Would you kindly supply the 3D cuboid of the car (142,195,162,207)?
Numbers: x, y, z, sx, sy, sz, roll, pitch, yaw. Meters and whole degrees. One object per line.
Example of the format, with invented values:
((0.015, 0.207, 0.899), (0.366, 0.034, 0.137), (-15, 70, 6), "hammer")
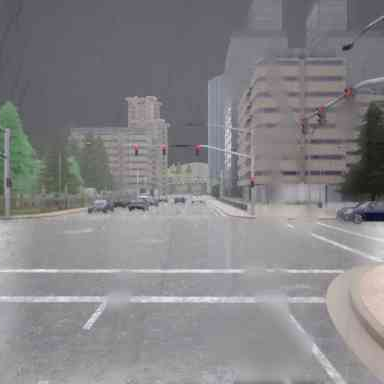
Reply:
((-6.225, 1.564, 50.779), (1.994, 1.385, 4.181), (0, 0, 1), "car")

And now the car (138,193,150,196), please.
((-9.493, 1.225, 67.024), (2.150, 2.045, 5.566), (0, 0, 1), "car")

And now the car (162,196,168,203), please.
((-5.970, 1.477, 68.478), (1.882, 1.535, 5.008), (0, 0, 1), "car")

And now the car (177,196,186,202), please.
((-2.382, 1.593, 76.688), (1.895, 1.301, 4.718), (0, 0, 1), "car")

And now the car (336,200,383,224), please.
((12.943, 1.352, 24.092), (4.553, 1.767, 2.097), (0, 0, 1), "car")

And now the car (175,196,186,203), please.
((-2.472, 1.477, 67.289), (1.882, 1.535, 5.008), (0, 0, 1), "car")

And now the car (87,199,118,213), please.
((-9.854, 1.526, 36.417), (1.812, 1.442, 4.674), (0, 0, 1), "car")

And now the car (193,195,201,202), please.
((1.117, 1.521, 76.625), (1.812, 1.442, 4.674), (0, 0, 1), "car")

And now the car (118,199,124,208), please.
((-9.777, 1.601, 45.888), (1.895, 1.301, 4.718), (0, 0, 1), "car")

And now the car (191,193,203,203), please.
((1.024, 1.221, 66.939), (2.150, 2.045, 5.566), (0, 0, 1), "car")

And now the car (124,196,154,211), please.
((-6.333, 1.547, 40.295), (2.033, 1.411, 5.357), (0, 0, 1), "car")
